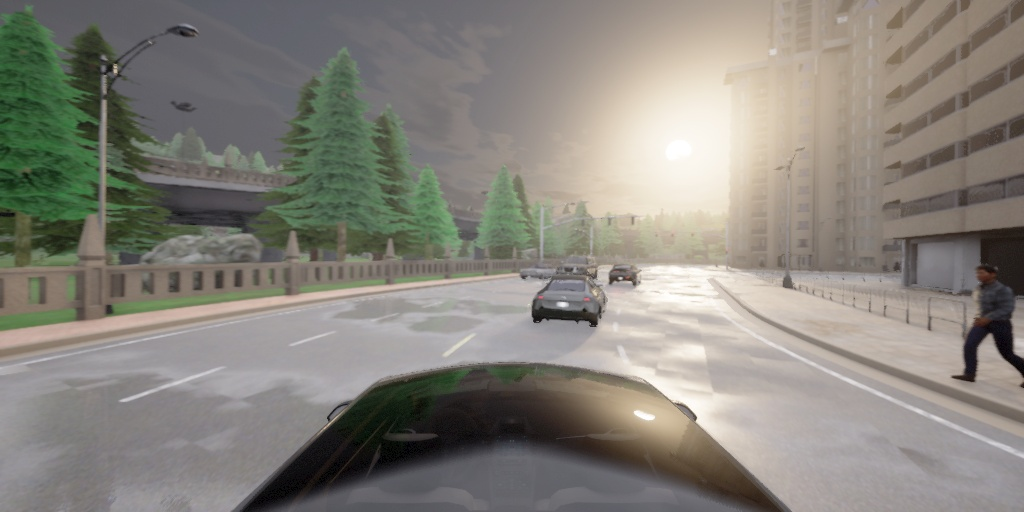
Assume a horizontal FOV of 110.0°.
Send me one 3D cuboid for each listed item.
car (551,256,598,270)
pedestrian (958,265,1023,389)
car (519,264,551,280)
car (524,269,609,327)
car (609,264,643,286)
[{"bbox_3d":[5.315,0.997,28.530,2.150,2.045,5.566,1,0,26],"label":"car"},{"bbox_3d":[7.063,0.976,5.300,0.375,1.860,0.375,1,0,8],"label":"pedestrian"},{"bbox_3d":[2.339,1.334,30.417,1.895,1.301,4.718,1,0,26],"label":"car"},{"bbox_3d":[1.999,1.323,11.848,1.994,1.385,4.181,1,0,17],"label":"car"},{"bbox_3d":[8.325,1.317,26.281,1.837,1.490,4.892,1,-1,25],"label":"car"}]
